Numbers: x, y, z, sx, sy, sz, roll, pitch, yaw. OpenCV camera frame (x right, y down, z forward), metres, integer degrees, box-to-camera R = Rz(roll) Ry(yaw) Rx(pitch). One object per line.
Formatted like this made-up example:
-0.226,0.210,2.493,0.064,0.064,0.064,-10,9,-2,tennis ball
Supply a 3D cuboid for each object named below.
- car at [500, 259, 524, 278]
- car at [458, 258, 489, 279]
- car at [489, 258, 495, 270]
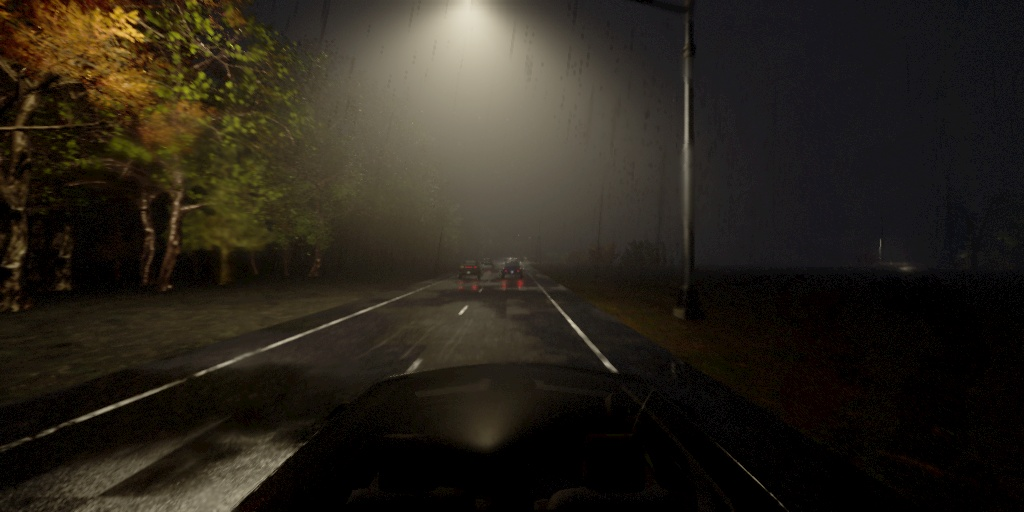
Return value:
0.022,1.149,32.254,1.812,1.442,4.674,0,0,0,car
-3.484,1.120,31.272,2.128,1.511,4.902,0,0,0,car
-3.431,1.043,48.773,2.128,1.511,4.902,0,0,0,car
